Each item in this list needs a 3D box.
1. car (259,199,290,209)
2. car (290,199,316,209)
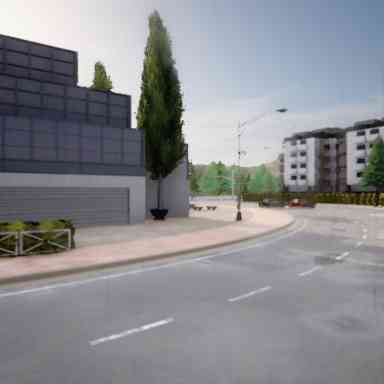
[{"bbox_3d":[11.131,1.652,46.243,1.895,1.301,4.718,0,0,-14],"label":"car"},{"bbox_3d":[14.892,1.639,45.284,1.895,1.301,4.718,0,0,-12],"label":"car"}]
